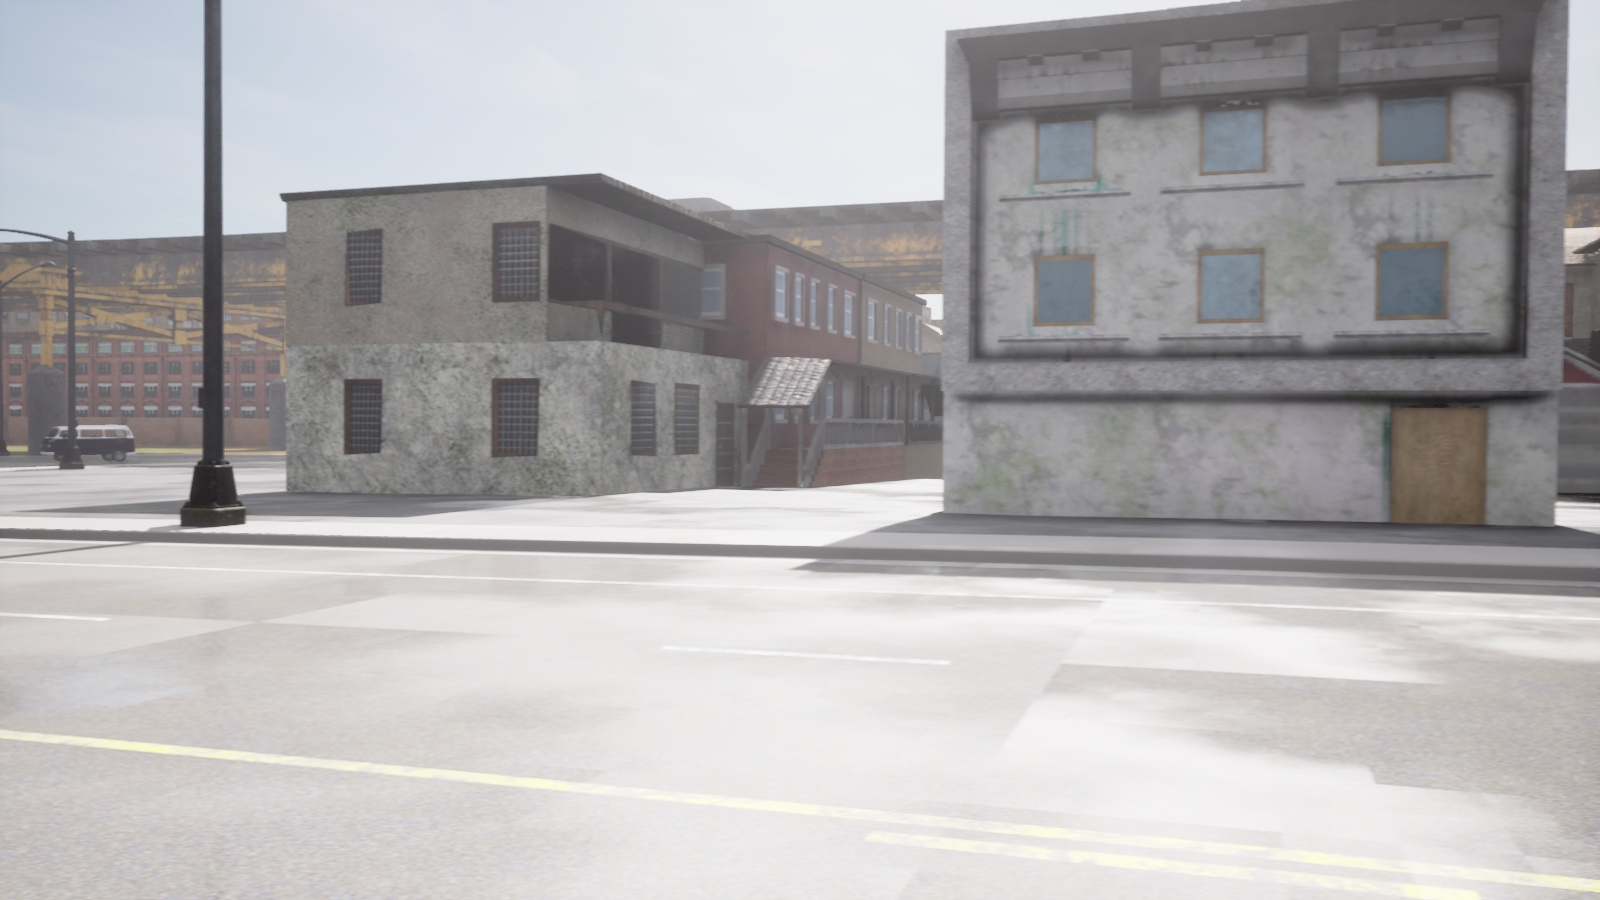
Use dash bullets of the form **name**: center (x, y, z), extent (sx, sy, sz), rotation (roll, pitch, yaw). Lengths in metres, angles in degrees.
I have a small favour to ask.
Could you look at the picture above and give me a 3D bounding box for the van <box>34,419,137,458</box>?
- **van**: center (-39.377, -0.643, 69.270), extent (2.069, 2.038, 4.480), rotation (1, 1, 41)
